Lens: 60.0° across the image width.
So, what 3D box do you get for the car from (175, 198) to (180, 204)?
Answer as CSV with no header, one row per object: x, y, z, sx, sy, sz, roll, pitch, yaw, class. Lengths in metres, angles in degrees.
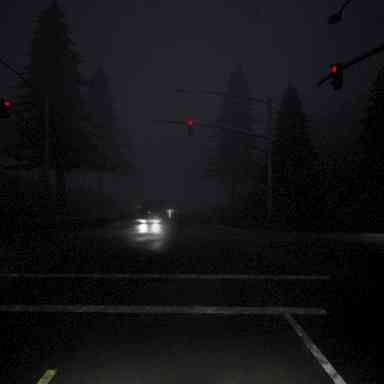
-4.100,1.564,61.663,1.994,1.385,4.181,0,0,-39,car

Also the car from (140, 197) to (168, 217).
-3.654,1.491,30.819,2.128,1.511,4.902,0,0,0,car

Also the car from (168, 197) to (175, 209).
-3.642,1.478,44.640,1.882,1.535,5.008,0,0,0,car
